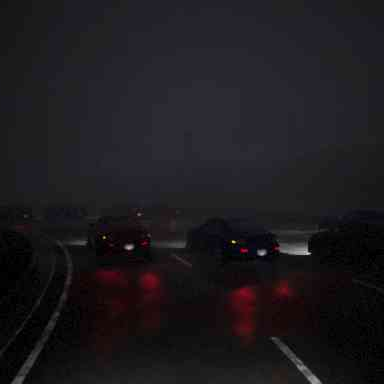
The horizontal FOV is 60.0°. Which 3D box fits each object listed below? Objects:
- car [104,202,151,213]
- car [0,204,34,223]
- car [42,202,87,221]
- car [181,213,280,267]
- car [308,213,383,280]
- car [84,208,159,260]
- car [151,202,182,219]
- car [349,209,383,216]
[{"bbox_3d":[-6.041,1.613,28.969,4.892,1.490,1.837,-1,-1,45],"label":"car"},{"bbox_3d":[-14.683,1.686,27.077,4.674,1.442,1.812,0,0,36],"label":"car"},{"bbox_3d":[-11.086,1.619,28.734,5.008,1.535,1.882,0,-1,39],"label":"car"},{"bbox_3d":[1.255,1.545,11.597,1.812,1.442,4.674,0,0,-18],"label":"car"},{"bbox_3d":[5.364,1.553,9.997,1.994,1.385,4.181,0,0,-15],"label":"car"},{"bbox_3d":[-2.871,1.575,12.688,1.812,1.442,4.674,0,0,-22],"label":"car"},{"bbox_3d":[-2.861,1.618,30.700,1.812,1.442,4.674,0,0,-44],"label":"car"},{"bbox_3d":[7.642,1.462,14.352,1.882,1.535,5.008,0,0,-19],"label":"car"}]
